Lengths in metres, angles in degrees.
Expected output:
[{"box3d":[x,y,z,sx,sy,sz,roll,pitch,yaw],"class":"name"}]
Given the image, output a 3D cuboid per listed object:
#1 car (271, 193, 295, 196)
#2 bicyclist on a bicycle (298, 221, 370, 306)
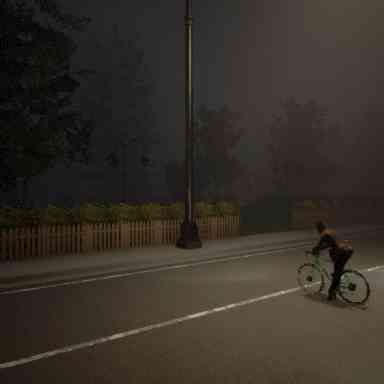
[{"box3d":[14.068,1.219,49.269,2.150,2.045,5.566,0,0,-36],"class":"car"},{"box3d":[2.894,1.455,6.995,0.582,1.620,1.656,0,-2,-35],"class":"bicyclist on a bicycle"}]
